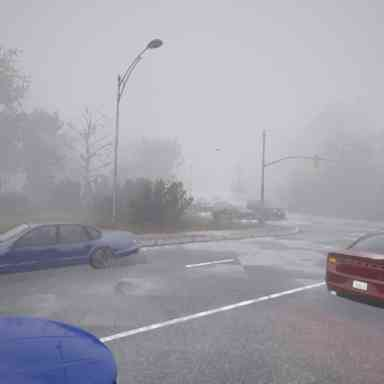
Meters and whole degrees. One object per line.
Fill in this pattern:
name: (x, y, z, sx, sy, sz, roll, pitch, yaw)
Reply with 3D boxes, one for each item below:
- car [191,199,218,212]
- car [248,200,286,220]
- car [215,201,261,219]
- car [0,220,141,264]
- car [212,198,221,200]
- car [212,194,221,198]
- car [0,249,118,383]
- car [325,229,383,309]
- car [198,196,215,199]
car: (1.423, 2.022, 45.198, 1.895, 1.301, 4.718, 3, 0, -18)
car: (8.100, 1.935, 37.361, 2.150, 2.045, 5.566, 3, -1, -22)
car: (4.910, 2.111, 35.838, 2.033, 1.411, 5.357, 3, -1, -23)
car: (-4.195, 1.553, 9.601, 5.357, 1.411, 2.033, 0, 0, -36)
car: (4.512, 2.052, 47.098, 1.837, 1.490, 4.892, 3, 1, -17)
car: (5.870, 1.112, 79.193, 2.033, 1.411, 5.357, 2, 2, -1)
car: (-2.839, 1.478, 1.717, 5.008, 1.535, 1.882, 0, 0, -36)
car: (5.016, 1.556, 7.364, 5.008, 1.535, 1.882, 1, -1, -35)
car: (1.853, 1.719, 56.887, 1.837, 1.490, 4.892, 2, 2, -13)
